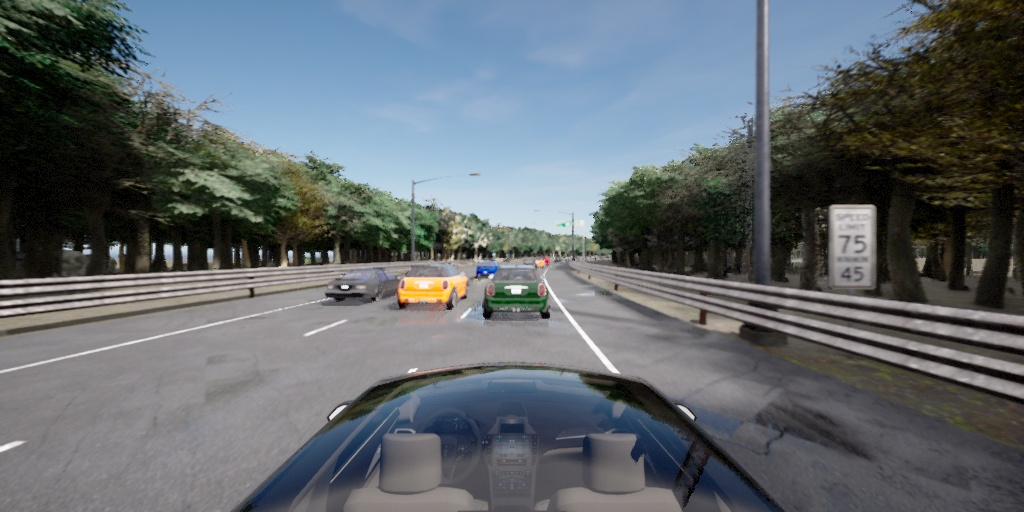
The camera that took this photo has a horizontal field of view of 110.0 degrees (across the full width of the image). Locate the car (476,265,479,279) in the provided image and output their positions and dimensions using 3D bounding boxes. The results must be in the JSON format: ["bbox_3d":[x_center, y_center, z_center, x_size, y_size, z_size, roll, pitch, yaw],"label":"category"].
[{"bbox_3d":[-2.088,1.228,33.146,1.882,1.535,5.008,0,0,4],"label":"car"}]

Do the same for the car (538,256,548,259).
[{"bbox_3d":[4.443,1.100,60.378,2.097,1.767,4.553,0,0,9],"label":"car"}]

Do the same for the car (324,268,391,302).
[{"bbox_3d":[-6.578,1.287,16.831,2.033,1.411,5.357,0,0,2],"label":"car"}]

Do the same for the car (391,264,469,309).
[{"bbox_3d":[-3.118,1.098,15.076,2.097,1.767,4.553,0,0,2],"label":"car"}]

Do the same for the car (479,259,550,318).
[{"bbox_3d":[0.195,1.103,13.119,2.097,1.767,4.553,0,0,2],"label":"car"}]
